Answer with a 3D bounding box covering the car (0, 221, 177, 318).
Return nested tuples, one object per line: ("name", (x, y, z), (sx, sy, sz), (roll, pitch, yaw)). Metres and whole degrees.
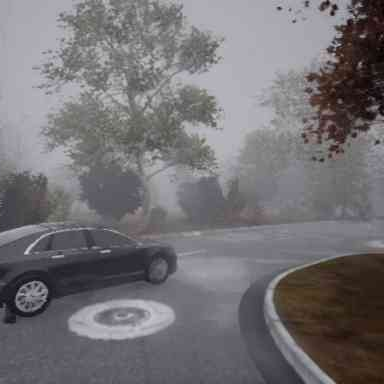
("car", (-2.430, 1.415, 7.299), (1.837, 1.490, 4.892), (0, -1, 43))
